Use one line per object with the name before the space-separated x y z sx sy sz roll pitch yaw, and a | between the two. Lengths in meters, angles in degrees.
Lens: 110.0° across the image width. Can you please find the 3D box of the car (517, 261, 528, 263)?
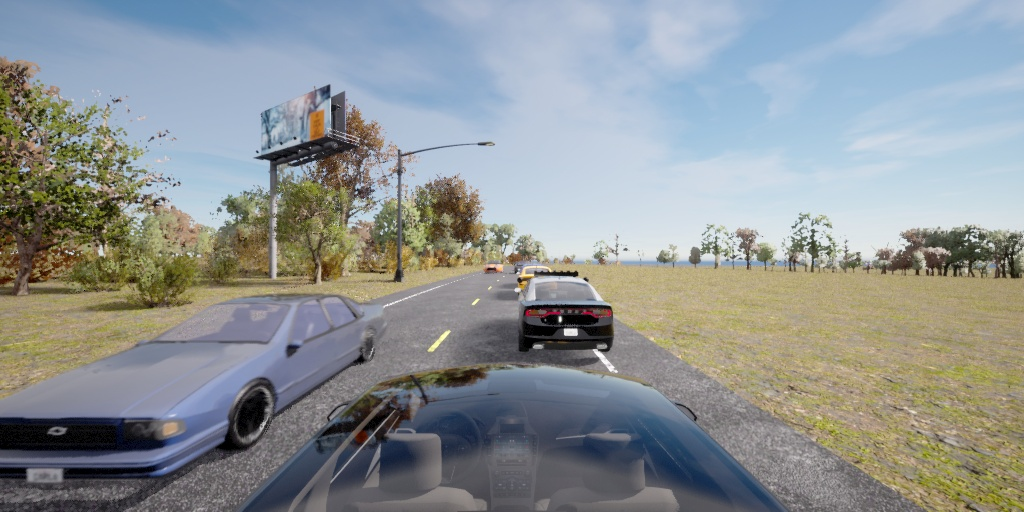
car | 1.425 1.295 24.912 1.882 1.535 5.008 0 0 2

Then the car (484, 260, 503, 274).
car | -2.313 1.323 45.376 2.097 1.767 4.553 0 0 3

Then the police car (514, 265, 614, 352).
police car | 1.093 1.184 9.079 1.930 1.638 5.238 0 0 1

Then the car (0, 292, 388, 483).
car | -3.576 1.300 5.419 2.033 1.411 5.357 0 0 0

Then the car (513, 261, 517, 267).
car | 1.329 1.466 45.909 2.128 1.511 4.902 0 0 4

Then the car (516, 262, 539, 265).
car | 1.263 1.267 18.934 1.882 1.535 5.008 0 0 1
